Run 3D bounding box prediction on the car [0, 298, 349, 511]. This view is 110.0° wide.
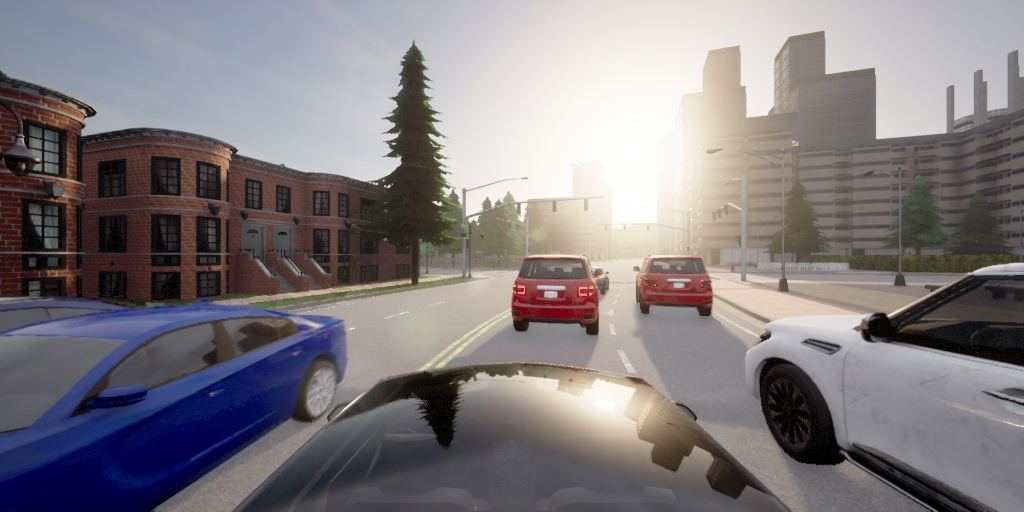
[{"bbox_3d":[-3.381,1.227,3.035,1.882,1.535,5.008,0,0,4],"label":"car"}]

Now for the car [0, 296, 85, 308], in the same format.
[{"bbox_3d":[-6.770,1.276,4.331,1.812,1.442,4.674,0,0,5],"label":"car"}]

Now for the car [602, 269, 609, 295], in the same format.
[{"bbox_3d":[4.361,1.276,20.000,1.812,1.442,4.674,0,0,19],"label":"car"}]

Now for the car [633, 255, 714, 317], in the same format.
[{"bbox_3d":[5.859,0.973,13.457,2.150,2.045,5.566,0,0,17],"label":"car"}]

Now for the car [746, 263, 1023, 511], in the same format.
[{"bbox_3d":[3.720,0.969,1.757,2.150,2.045,5.566,0,0,2],"label":"car"}]

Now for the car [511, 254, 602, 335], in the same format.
[{"bbox_3d":[1.493,0.971,10.806,2.150,2.045,5.566,0,0,13],"label":"car"}]
